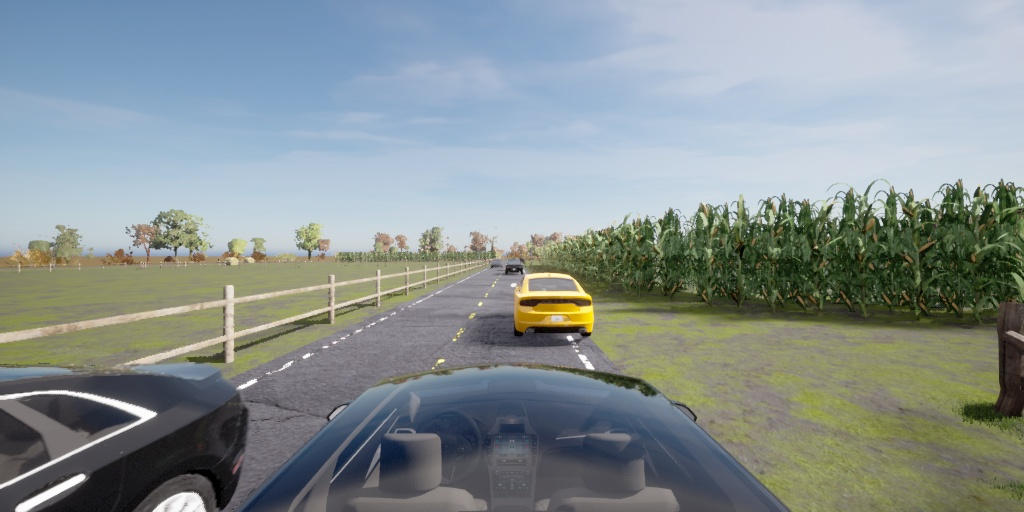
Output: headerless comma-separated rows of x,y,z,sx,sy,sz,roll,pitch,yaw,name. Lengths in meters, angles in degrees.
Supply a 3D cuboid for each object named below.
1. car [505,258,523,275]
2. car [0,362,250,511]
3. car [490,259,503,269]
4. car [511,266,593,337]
0.254,1.228,39.550,1.882,1.535,5.008,0,0,1,car
-2.859,1.255,0.635,1.837,1.490,4.892,0,0,0,car
-2.491,1.256,57.566,1.837,1.490,4.892,0,0,0,car
1.000,1.227,10.363,1.882,1.535,5.008,0,0,0,car
